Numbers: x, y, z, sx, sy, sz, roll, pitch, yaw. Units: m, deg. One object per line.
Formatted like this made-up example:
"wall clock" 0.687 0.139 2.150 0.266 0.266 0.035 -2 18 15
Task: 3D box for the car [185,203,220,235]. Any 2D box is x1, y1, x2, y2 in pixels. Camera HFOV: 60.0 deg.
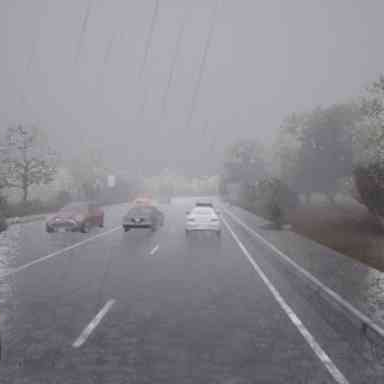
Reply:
"car" 0.619 1.550 18.713 1.812 1.442 4.674 0 0 2

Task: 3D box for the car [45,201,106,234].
"car" -6.574 1.362 19.248 2.097 1.767 4.553 0 0 2

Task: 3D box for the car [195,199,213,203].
"car" 1.307 1.524 36.591 1.882 1.535 5.008 0 0 2

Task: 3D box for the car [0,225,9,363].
"car" -3.326 1.349 2.135 2.097 1.767 4.553 0 0 0

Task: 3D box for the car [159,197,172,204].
"car" -4.886 1.624 60.787 1.994 1.385 4.181 0 0 3

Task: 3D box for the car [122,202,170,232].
"car" -2.832 1.566 20.293 2.033 1.411 5.357 0 0 2

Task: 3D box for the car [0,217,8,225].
"car" -10.255 1.545 14.494 2.033 1.411 5.357 0 0 2

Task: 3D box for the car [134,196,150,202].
"car" -8.550 1.402 56.883 2.097 1.767 4.553 0 0 3
